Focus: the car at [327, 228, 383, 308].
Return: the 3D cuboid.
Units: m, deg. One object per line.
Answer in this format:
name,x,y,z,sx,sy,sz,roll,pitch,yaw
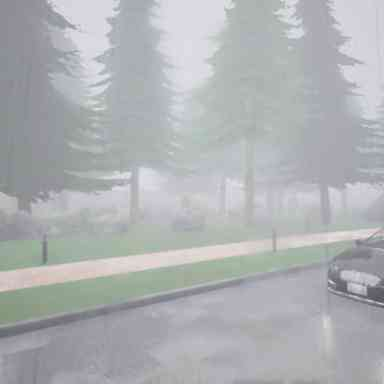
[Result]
car,5.012,1.482,7.366,4.902,1.511,2.128,0,0,-34
